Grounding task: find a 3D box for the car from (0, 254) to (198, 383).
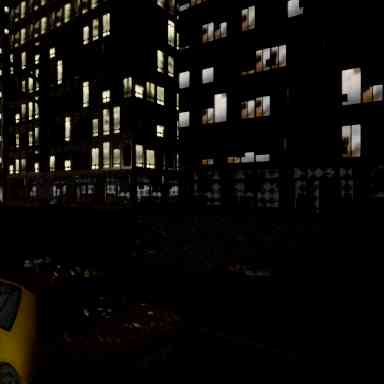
[{"bbox_3d":[-2.217,1.525,4.451,4.829,1.417,1.752,0,0,35],"label":"car"}]
